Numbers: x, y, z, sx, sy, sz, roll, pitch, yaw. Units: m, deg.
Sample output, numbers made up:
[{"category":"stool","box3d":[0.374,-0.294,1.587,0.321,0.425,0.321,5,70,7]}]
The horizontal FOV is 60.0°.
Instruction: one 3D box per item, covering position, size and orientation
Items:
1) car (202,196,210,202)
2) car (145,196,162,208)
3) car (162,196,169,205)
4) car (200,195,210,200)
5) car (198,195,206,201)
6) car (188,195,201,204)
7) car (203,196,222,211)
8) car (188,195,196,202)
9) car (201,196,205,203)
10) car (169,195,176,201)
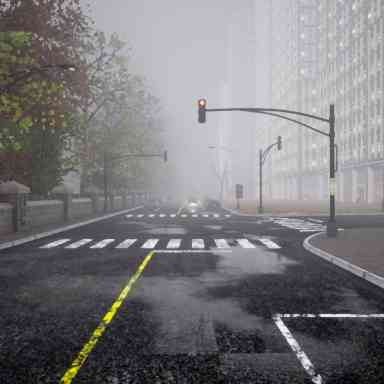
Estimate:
[{"category":"car","box3d":[3.191,1.589,76.853,1.812,1.442,4.674,0,0,0]},{"category":"car","box3d":[-5.664,1.607,47.179,1.802,1.307,4.206,0,0,0]},{"category":"car","box3d":[-5.657,1.477,58.444,1.967,1.590,4.097,0,0,0]},{"category":"car","box3d":[2.720,1.597,52.807,1.947,1.339,4.313,0,0,0]},{"category":"car","box3d":[2.742,1.641,92.232,2.008,1.369,4.403,0,0,0]},{"category":"car","box3d":[0.137,1.541,67.311,2.128,1.511,4.902,0,0,0]},{"category":"car","box3d":[2.713,1.586,41.541,1.947,1.339,4.313,0,0,0]},{"category":"car","box3d":[0.043,1.569,80.081,1.837,1.490,4.892,0,0,0]},{"category":"car","box3d":[2.717,1.591,47.174,1.947,1.339,4.313,0,0,0]},{"category":"car","box3d":[-5.642,1.625,86.605,1.887,1.381,4.507,0,0,0]}]
